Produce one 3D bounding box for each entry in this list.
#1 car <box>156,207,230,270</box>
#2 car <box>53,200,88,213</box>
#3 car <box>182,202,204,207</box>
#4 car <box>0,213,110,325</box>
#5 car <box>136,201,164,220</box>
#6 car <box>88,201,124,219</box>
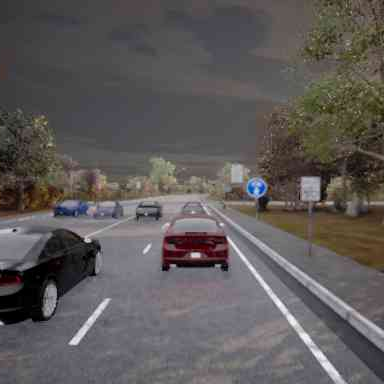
[{"bbox_3d":[0.093,1.465,10.956,1.882,1.535,5.008,0,0,0],"label":"car"},{"bbox_3d":[-10.613,1.443,29.585,1.882,1.535,5.008,0,0,0],"label":"car"},{"bbox_3d":[0.085,1.532,27.896,1.994,1.385,4.181,0,0,0],"label":"car"},{"bbox_3d":[-3.405,1.469,7.219,1.882,1.535,5.008,0,0,0],"label":"car"},{"bbox_3d":[-3.415,1.460,27.354,2.128,1.511,4.902,0,0,0],"label":"car"},{"bbox_3d":[-7.112,1.492,28.701,1.812,1.442,4.674,0,0,0],"label":"car"}]
